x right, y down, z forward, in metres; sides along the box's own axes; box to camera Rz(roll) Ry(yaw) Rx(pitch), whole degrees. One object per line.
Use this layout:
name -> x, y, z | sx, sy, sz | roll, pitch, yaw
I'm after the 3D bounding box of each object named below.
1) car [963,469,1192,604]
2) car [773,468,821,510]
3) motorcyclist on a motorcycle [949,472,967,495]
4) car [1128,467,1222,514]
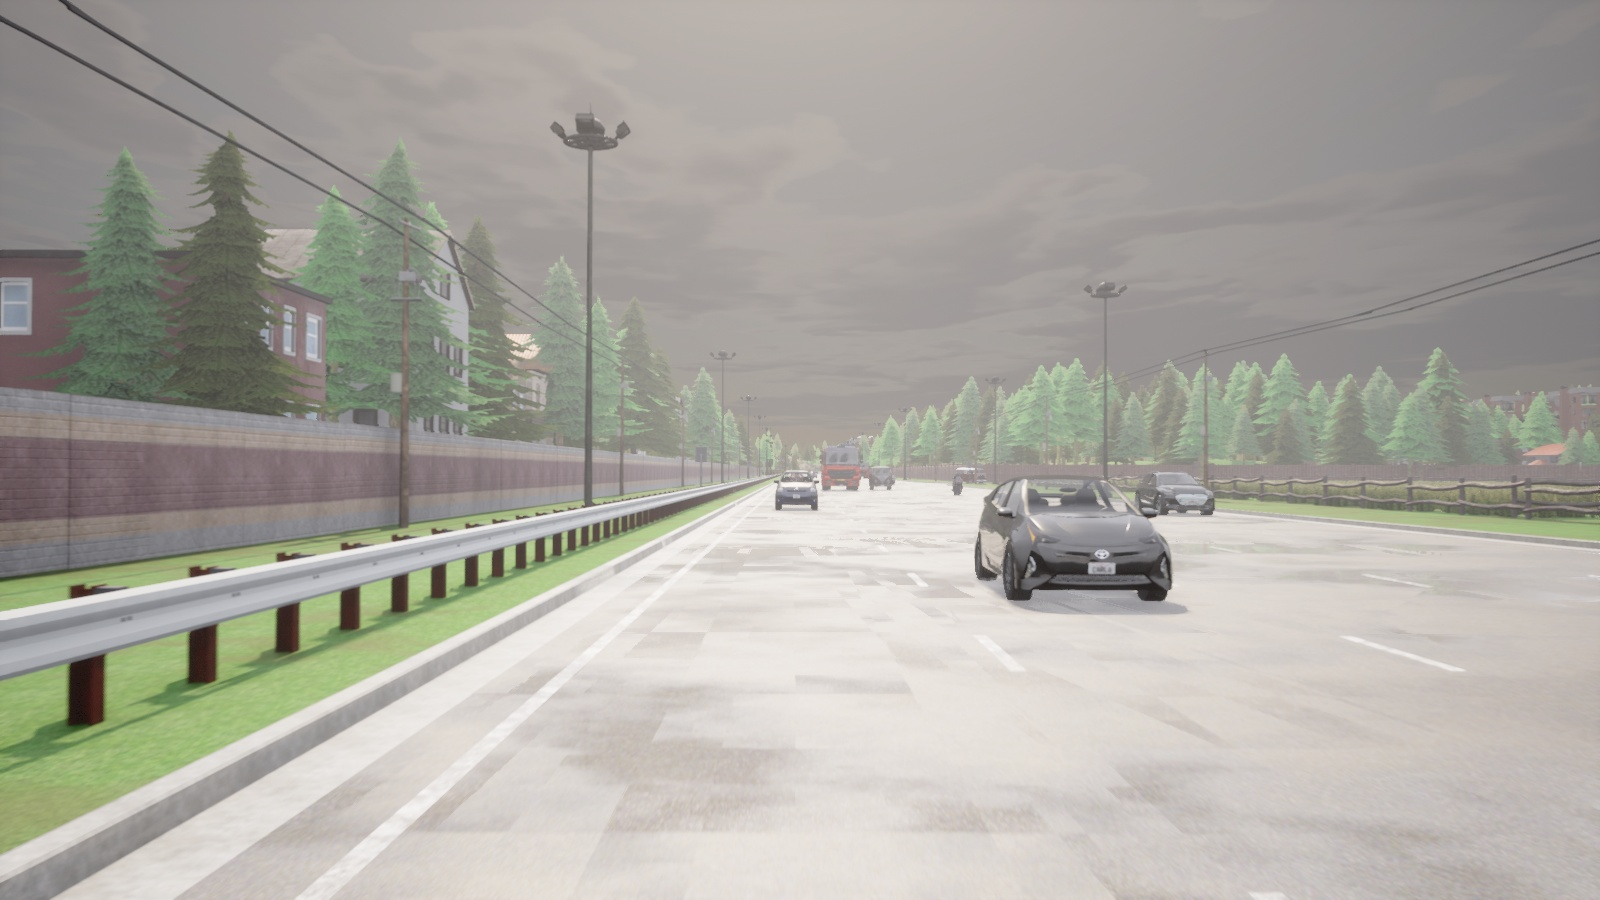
car -> 3.460, 1.025, 16.594 | 2.007, 1.525, 4.514 | 0, -1, 0
car -> -0.123, 1.567, 51.002 | 1.851, 1.617, 3.988 | 0, -1, 0
motorcyclist on a motorcycle -> 10.303, 2.183, 82.102 | 0.866, 1.530, 2.191 | 0, -1, 0
car -> 13.887, 1.472, 46.795 | 2.033, 1.649, 4.856 | 0, -1, 0
